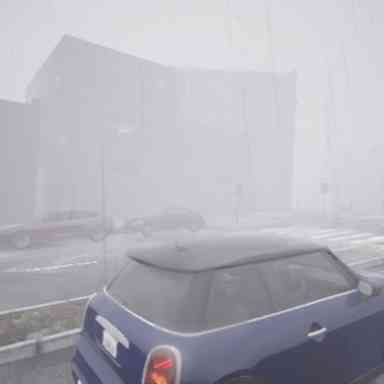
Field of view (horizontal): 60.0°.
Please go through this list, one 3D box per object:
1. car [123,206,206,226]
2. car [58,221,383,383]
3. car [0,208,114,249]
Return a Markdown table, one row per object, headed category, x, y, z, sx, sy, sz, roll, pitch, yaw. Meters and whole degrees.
| category | x | y | z | sx | sy | sz | roll | pitch | yaw |
| --- | --- | --- | --- | --- | --- | --- | --- | --- | --- |
| car | -1.363 | 1.483 | 17.763 | 4.674 | 1.452 | 2.002 | 0 | -2 | -36 |
| car | 1.004 | 1.345 | 4.159 | 4.553 | 1.767 | 2.097 | 0 | 0 | -36 |
| car | -5.818 | 1.483 | 14.544 | 4.792 | 1.488 | 2.163 | 0 | 0 | -36 |
